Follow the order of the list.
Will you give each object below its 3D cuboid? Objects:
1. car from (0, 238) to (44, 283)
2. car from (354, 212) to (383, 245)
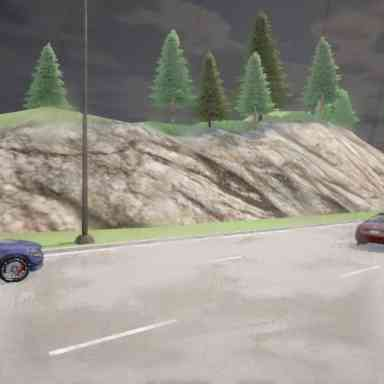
[{"bbox_3d":[-6.112,1.526,7.985,4.674,1.442,1.812,0,0,-36],"label":"car"},{"bbox_3d":[8.898,1.564,14.404,4.181,1.385,1.994,0,0,-36],"label":"car"}]
